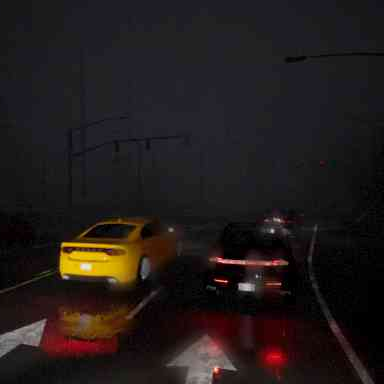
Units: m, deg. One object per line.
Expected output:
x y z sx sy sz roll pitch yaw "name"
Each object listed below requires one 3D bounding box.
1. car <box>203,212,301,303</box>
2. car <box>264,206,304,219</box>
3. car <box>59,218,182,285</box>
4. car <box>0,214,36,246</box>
1.538 1.492 8.323 2.128 1.511 4.902 0 0 13 "car"
4.598 1.505 17.207 1.837 1.490 4.892 0 0 21 "car"
-1.705 1.478 9.661 1.882 1.535 5.008 0 0 14 "car"
-8.239 1.564 13.028 1.994 1.385 4.181 0 0 17 "car"
